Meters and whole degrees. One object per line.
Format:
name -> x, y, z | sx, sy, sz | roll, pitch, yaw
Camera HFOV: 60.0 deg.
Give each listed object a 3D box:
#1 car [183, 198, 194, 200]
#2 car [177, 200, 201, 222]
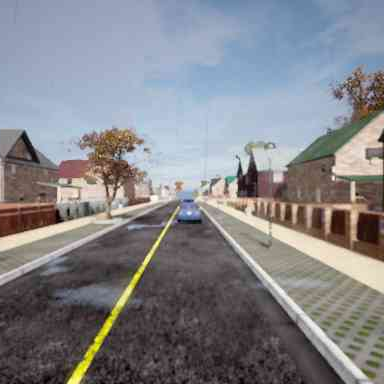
car -> -0.434, 1.553, 42.106 | 1.882, 1.535, 5.008 | 0, 0, -1
car -> -0.229, 1.588, 26.601 | 2.033, 1.411, 5.357 | 0, 0, -1
